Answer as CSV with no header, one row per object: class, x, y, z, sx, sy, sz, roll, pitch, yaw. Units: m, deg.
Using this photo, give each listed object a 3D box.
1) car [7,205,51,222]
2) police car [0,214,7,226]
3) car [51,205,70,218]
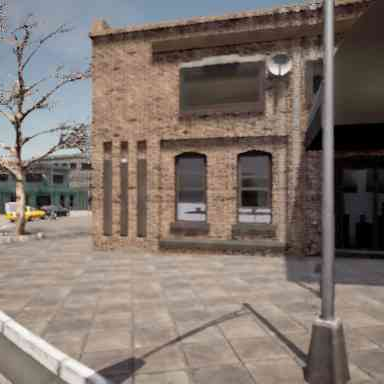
car,-16.422,2.139,33.231,1.801,1.575,5.366,0,-1,0
police car,-15.349,1.929,23.886,1.930,1.638,5.238,0,-1,-13
car,-16.041,2.294,38.632,1.837,1.490,4.892,0,-1,8
